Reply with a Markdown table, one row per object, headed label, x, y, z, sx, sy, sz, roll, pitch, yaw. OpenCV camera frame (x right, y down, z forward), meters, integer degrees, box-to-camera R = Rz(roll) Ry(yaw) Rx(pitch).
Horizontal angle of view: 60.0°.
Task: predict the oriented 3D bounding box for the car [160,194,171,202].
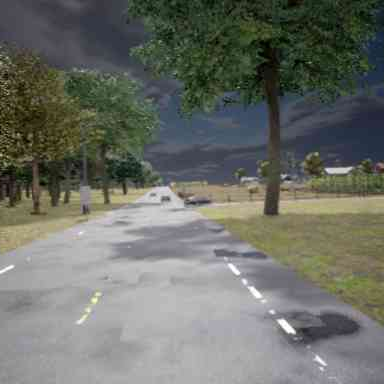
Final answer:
| label | x | y | z | sx | sy | sz | roll | pitch | yaw |
| --- | --- | --- | --- | --- | --- | --- | --- | --- | --- |
| car | -5.047 | 1.129 | 64.280 | 2.128 | 1.511 | 4.902 | -2 | 1 | -4 |

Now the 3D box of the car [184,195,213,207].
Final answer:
| label | x | y | z | sx | sy | sz | roll | pitch | yaw |
| --- | --- | --- | --- | --- | --- | --- | --- | --- | --- |
| car | 0.931 | 1.190 | 45.809 | 1.812 | 1.442 | 4.674 | -2 | 1 | 44 |
